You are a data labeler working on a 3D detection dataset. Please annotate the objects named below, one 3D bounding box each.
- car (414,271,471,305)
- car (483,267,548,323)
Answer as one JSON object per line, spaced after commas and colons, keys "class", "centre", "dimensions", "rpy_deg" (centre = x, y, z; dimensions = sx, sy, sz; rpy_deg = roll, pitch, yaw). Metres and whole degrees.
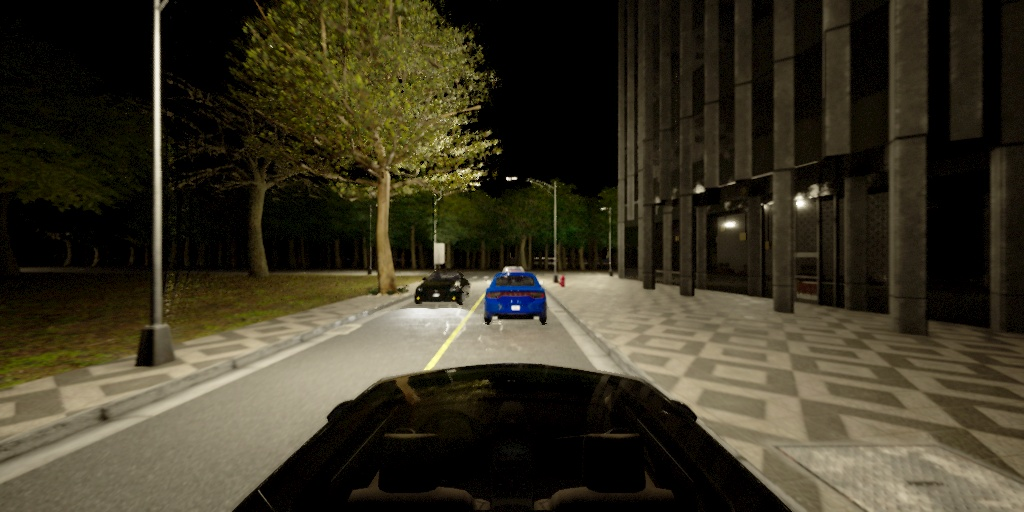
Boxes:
{"class": "car", "centre": [-3.023, 1.386, 16.280], "dimensions": [1.994, 1.385, 4.181], "rpy_deg": [0, 0, 0]}
{"class": "car", "centre": [0.103, 1.279, 12.332], "dimensions": [1.882, 1.535, 5.008], "rpy_deg": [0, 0, 0]}
